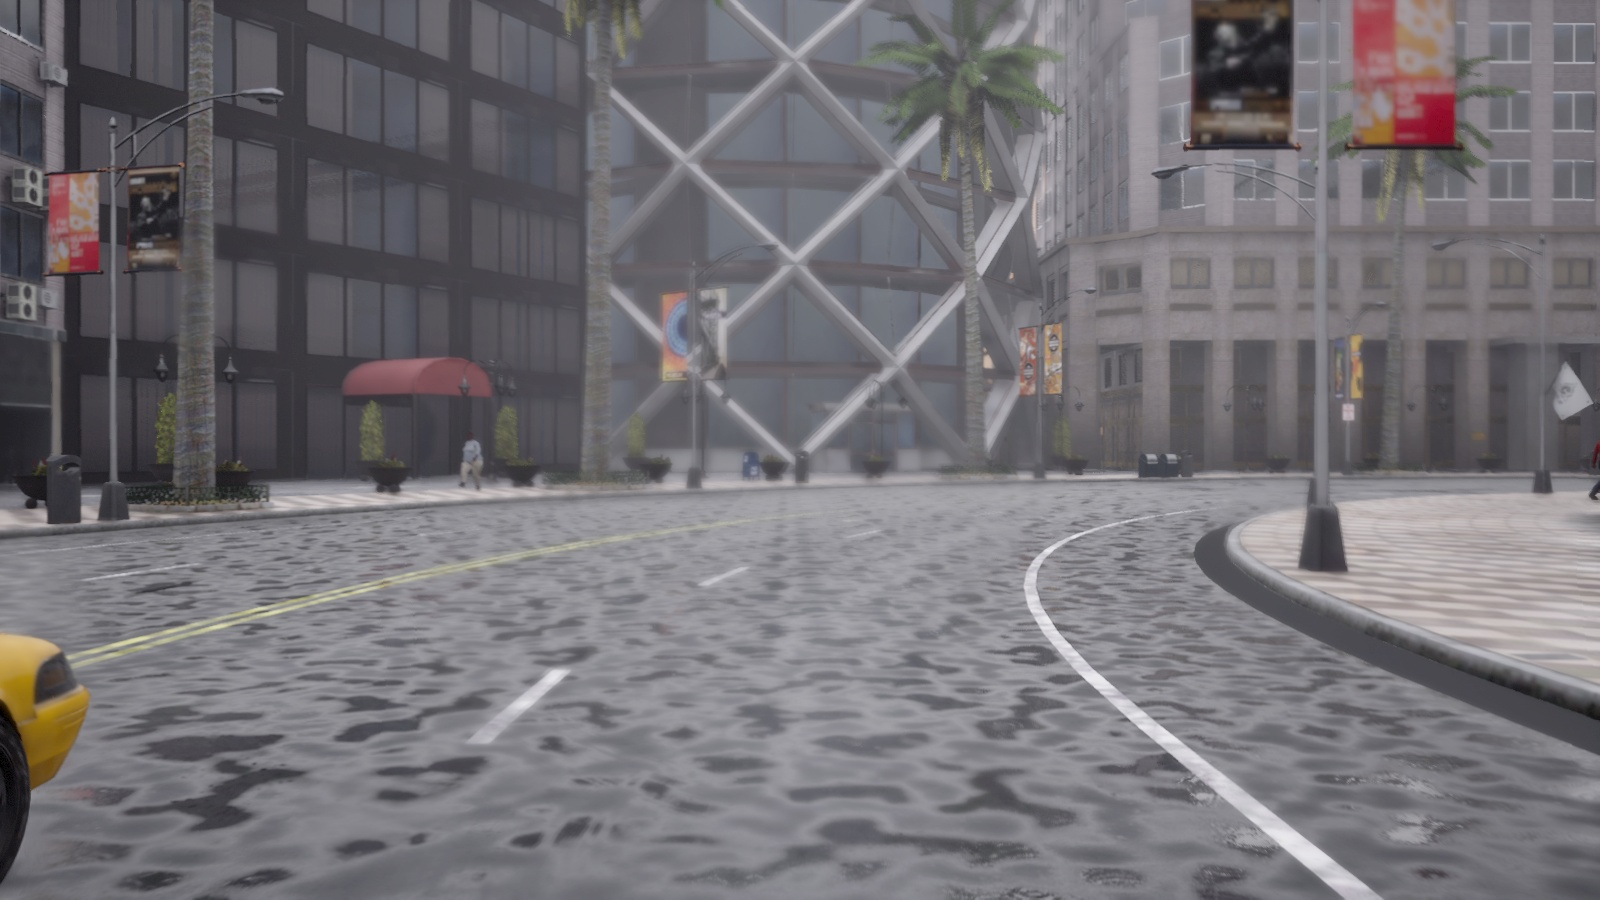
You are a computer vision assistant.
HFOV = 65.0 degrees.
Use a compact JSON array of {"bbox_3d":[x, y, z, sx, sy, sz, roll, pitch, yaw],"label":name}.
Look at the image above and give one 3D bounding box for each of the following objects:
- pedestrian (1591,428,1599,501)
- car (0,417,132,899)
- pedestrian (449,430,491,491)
[{"bbox_3d":[20.300,0.363,31.551,0.636,1.846,0.331,0,0,-8],"label":"pedestrian"},{"bbox_3d":[-3.485,0.673,2.148,1.801,1.575,5.366,0,0,0],"label":"car"},{"bbox_3d":[-10.161,0.314,38.659,0.874,1.855,0.900,0,0,24],"label":"pedestrian"}]
